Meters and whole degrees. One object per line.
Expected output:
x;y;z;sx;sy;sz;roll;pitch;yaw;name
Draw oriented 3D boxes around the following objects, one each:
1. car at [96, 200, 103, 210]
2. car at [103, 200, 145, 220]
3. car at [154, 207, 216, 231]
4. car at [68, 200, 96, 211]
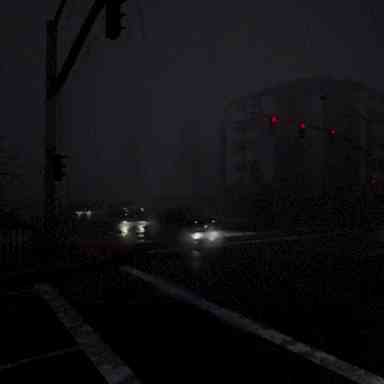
-12.543;1.768;46.602;2.033;1.411;5.357;1;-1;-34;car
-6.080;1.519;30.448;2.097;1.767;4.553;1;-1;-34;car
-0.640;1.711;22.375;2.033;1.411;5.357;1;-1;-34;car
-14.610;1.720;43.217;2.033;1.411;5.357;1;-1;-34;car
